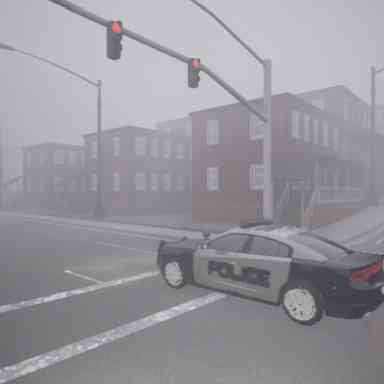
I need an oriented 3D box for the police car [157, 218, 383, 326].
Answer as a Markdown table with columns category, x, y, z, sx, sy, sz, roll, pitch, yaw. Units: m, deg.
| category | x | y | z | sx | sy | sz | roll | pitch | yaw |
| --- | --- | --- | --- | --- | --- | --- | --- | --- | --- |
| police car | 1.303 | 1.424 | 7.311 | 5.238 | 1.638 | 1.930 | 0 | 0 | 42 |
